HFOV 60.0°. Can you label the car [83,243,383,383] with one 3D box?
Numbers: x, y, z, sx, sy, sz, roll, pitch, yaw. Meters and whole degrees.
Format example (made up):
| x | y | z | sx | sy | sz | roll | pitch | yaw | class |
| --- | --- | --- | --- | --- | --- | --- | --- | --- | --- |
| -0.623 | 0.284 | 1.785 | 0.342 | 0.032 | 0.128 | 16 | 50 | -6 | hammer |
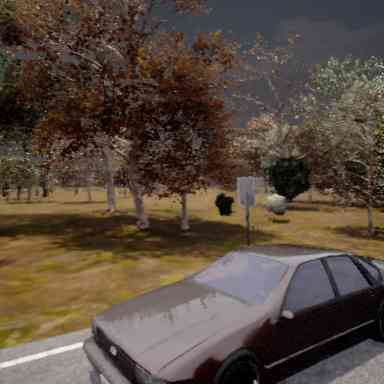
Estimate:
| x | y | z | sx | sy | sz | roll | pitch | yaw | class |
| --- | --- | --- | --- | --- | --- | --- | --- | --- | --- |
| 1.314 | 1.531 | 4.881 | 5.357 | 1.411 | 2.033 | 0 | 0 | -35 | car |
